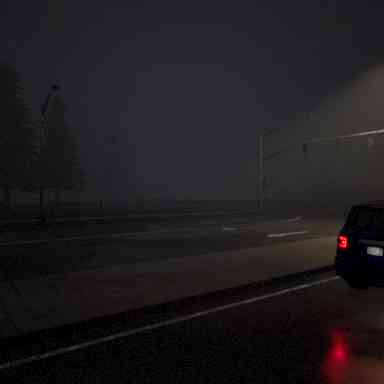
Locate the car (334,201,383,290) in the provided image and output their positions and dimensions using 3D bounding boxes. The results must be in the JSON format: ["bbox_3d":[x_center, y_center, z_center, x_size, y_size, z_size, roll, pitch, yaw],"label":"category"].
[{"bbox_3d":[5.674,1.219,7.846,5.566,2.045,2.150,0,0,-35],"label":"car"}]
